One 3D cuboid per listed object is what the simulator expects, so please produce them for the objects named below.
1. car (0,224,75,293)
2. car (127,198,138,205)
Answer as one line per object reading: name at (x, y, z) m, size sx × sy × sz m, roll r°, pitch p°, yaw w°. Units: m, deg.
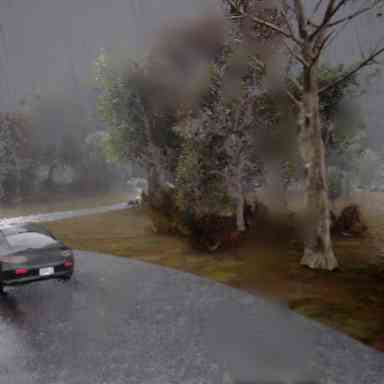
car at (-4.815, 1.609, 9.059) m, size 1.812 × 1.442 × 4.674 m, roll 0°, pitch 0°, yaw -44°
car at (-11.057, 1.816, 64.168) m, size 1.895 × 1.301 × 4.718 m, roll -2°, pitch 1°, yaw 3°
